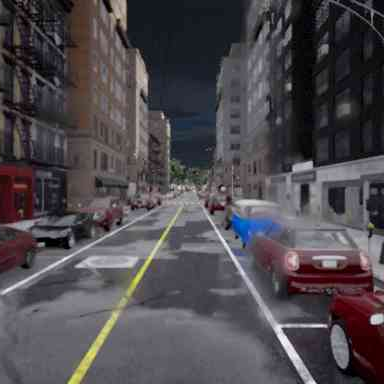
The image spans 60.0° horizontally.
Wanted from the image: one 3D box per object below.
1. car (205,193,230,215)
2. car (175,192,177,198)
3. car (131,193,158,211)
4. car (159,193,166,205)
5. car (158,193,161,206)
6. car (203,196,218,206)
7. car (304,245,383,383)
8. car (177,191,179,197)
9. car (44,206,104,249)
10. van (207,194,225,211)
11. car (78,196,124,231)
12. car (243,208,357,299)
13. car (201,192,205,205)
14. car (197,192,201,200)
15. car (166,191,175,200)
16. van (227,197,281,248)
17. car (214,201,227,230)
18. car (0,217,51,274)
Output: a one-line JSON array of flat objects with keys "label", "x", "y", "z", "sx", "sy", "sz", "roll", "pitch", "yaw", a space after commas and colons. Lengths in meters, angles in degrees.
[{"label": "car", "x": 2.638, "y": 1.118, "z": 31.035, "sx": 2.192, "sy": 1.841, "sz": 5.009, "roll": 0, "pitch": 0, "yaw": 0}, {"label": "car", "x": -5.415, "y": 0.972, "z": 85.874, "sx": 1.752, "sy": 1.417, "sz": 4.829, "roll": 0, "pitch": 0, "yaw": 0}, {"label": "car", "x": -5.399, "y": 1.081, "z": 36.716, "sx": 2.192, "sy": 1.841, "sz": 5.009, "roll": 0, "pitch": 0, "yaw": 0}, {"label": "car", "x": -5.401, "y": 1.007, "z": 48.072, "sx": 2.192, "sy": 1.841, "sz": 5.009, "roll": 0, "pitch": 0, "yaw": 0}, {"label": "car", "x": -5.401, "y": 1.256, "z": 42.225, "sx": 1.752, "sy": 1.417, "sz": 4.829, "roll": 0, "pitch": 0, "yaw": 0}, {"label": "car", "x": 2.637, "y": 1.274, "z": 48.074, "sx": 1.802, "sy": 1.307, "sz": 4.206, "roll": 0, "pitch": 0, "yaw": 0}, {"label": "car", "x": 2.638, "y": 1.527, "z": 2.643, "sx": 1.887, "sy": 1.381, "sz": 4.507, "roll": 0, "pitch": 0, "yaw": 0}, {"label": "car", "x": -5.413, "y": 0.726, "z": 91.525, "sx": 2.192, "sy": 1.841, "sz": 5.009, "roll": 0, "pitch": 0, "yaw": 0}, {"label": "car", "x": -5.395, "y": 1.477, "z": 14.005, "sx": 1.947, "sy": 1.339, "sz": 4.313, "roll": 0, "pitch": 0, "yaw": 0}, {"label": "van", "x": 2.637, "y": 1.107, "z": 36.714, "sx": 1.690, "sy": 1.788, "sz": 3.998, "roll": 0, "pitch": 0, "yaw": 0}, {"label": "car", "x": -5.396, "y": 1.191, "z": 19.681, "sx": 2.192, "sy": 1.841, "sz": 5.009, "roll": 0, "pitch": 0, "yaw": 0}, {"label": "car", "x": 2.638, "y": 1.387, "z": 8.321, "sx": 1.967, "sy": 1.590, "sz": 4.097, "roll": 0, "pitch": 0, "yaw": 0}, {"label": "car", "x": 2.637, "y": 1.044, "z": 42.393, "sx": 2.192, "sy": 1.841, "sz": 5.009, "roll": 0, "pitch": 0, "yaw": 0}, {"label": "car", "x": 2.635, "y": 1.067, "z": 75.081, "sx": 2.008, "sy": 1.369, "sz": 4.403, "roll": 0, "pitch": 0, "yaw": 0}, {"label": "car", "x": -5.418, "y": 1.043, "z": 74.911, "sx": 1.752, "sy": 1.417, "sz": 4.829, "roll": 0, "pitch": 0, "yaw": 0}, {"label": "van", "x": 2.638, "y": 1.253, "z": 13.999, "sx": 1.690, "sy": 1.788, "sz": 3.998, "roll": 0, "pitch": 0, "yaw": 0}, {"label": "car", "x": 2.638, "y": 1.426, "z": 19.680, "sx": 2.008, "sy": 1.369, "sz": 4.403, "roll": 0, "pitch": 0, "yaw": 0}, {"label": "car", "x": -5.394, "y": 1.529, "z": 8.327, "sx": 1.802, "sy": 1.307, "sz": 4.206, "roll": 0, "pitch": 0, "yaw": 0}]
